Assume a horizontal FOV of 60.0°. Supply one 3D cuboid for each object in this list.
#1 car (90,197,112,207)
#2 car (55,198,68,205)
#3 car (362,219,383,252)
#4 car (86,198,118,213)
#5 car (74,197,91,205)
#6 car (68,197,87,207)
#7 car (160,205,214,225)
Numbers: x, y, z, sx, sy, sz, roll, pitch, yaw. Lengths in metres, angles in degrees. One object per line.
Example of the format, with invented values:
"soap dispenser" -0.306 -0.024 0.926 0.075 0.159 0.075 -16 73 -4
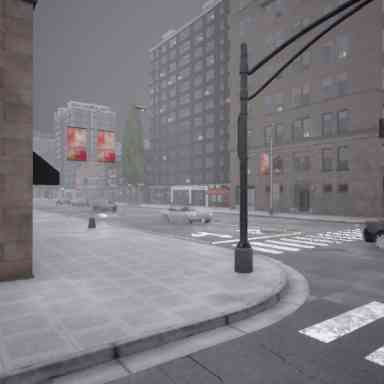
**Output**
"car" -15.932 1.712 57.846 2.128 1.511 4.902 0 0 -36
"car" -25.246 1.802 65.242 2.033 1.411 5.357 0 0 -36
"car" 8.818 1.488 11.889 1.882 1.535 5.008 0 0 -36
"car" -10.248 1.644 38.464 1.837 1.490 4.892 0 -1 -36
"car" -21.871 1.758 66.122 1.837 1.490 4.892 0 0 -36
"car" -19.046 1.781 56.618 1.994 1.385 4.181 0 0 -36
"car" -0.490 1.674 24.851 1.895 1.301 4.718 0 0 -36
